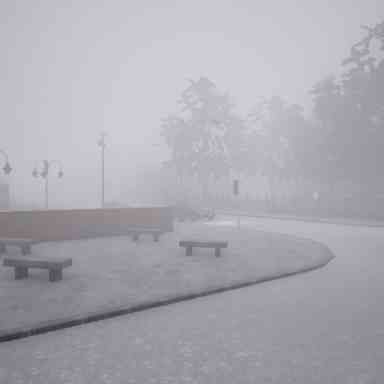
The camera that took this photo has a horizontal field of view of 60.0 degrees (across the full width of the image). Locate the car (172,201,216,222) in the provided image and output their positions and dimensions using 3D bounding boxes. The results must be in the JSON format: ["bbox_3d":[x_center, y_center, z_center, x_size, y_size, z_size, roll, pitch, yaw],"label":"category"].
[{"bbox_3d":[-0.045,1.506,26.990,1.837,1.490,4.892,0,0,-35],"label":"car"}]

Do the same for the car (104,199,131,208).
[{"bbox_3d":[-8.813,1.564,39.411,1.994,1.385,4.181,0,0,-35],"label":"car"}]

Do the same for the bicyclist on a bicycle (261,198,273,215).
[{"bbox_3d":[7.079,1.349,31.453,1.656,1.620,0.582,0,0,-35],"label":"bicyclist on a bicycle"}]
